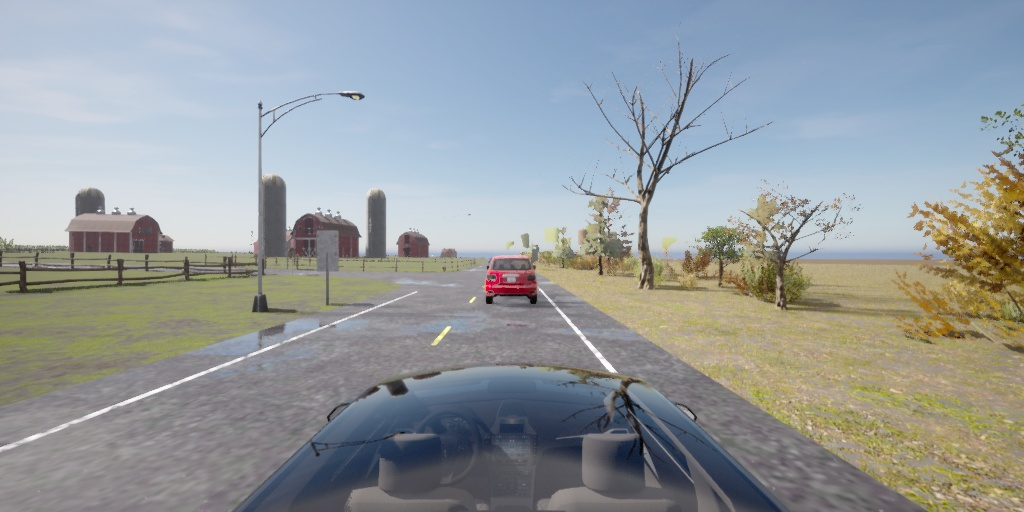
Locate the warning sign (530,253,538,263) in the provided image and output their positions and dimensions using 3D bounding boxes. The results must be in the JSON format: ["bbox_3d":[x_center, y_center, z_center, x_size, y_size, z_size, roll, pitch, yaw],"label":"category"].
[{"bbox_3d":[3.061,0.879,55.995,1.300,1.860,1.060,0,0,-1],"label":"warning sign"}]

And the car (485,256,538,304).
[{"bbox_3d":[-0.037,1.008,16.539,2.150,2.045,5.566,0,0,0],"label":"car"}]
